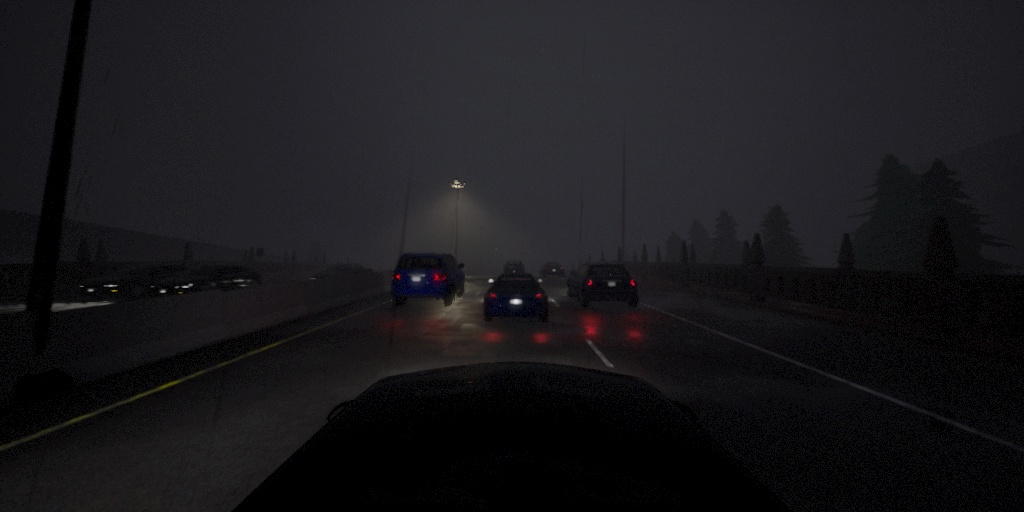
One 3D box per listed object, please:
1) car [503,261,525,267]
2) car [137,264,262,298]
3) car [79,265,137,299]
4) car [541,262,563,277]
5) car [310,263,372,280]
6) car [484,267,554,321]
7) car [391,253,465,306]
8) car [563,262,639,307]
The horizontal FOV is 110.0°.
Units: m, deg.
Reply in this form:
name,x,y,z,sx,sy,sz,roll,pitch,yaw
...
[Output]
name,x,y,z,sx,sy,sz,roll,pitch,yaw
car,0.189,1.173,32.814,2.128,1.511,4.902,0,-1,0
car,-14.054,1.153,16.862,1.837,1.490,4.892,0,1,0
car,-17.552,1.146,17.368,1.837,1.490,4.892,0,1,0
car,3.690,1.259,33.220,1.994,1.385,4.181,0,-1,0
car,-10.528,1.168,22.642,2.033,1.411,5.357,0,0,0
car,0.127,1.256,12.183,1.994,1.385,4.181,0,0,0
car,-3.363,0.892,15.336,2.150,2.045,5.566,0,0,0
car,3.636,1.031,15.155,2.097,1.767,4.553,0,0,0
